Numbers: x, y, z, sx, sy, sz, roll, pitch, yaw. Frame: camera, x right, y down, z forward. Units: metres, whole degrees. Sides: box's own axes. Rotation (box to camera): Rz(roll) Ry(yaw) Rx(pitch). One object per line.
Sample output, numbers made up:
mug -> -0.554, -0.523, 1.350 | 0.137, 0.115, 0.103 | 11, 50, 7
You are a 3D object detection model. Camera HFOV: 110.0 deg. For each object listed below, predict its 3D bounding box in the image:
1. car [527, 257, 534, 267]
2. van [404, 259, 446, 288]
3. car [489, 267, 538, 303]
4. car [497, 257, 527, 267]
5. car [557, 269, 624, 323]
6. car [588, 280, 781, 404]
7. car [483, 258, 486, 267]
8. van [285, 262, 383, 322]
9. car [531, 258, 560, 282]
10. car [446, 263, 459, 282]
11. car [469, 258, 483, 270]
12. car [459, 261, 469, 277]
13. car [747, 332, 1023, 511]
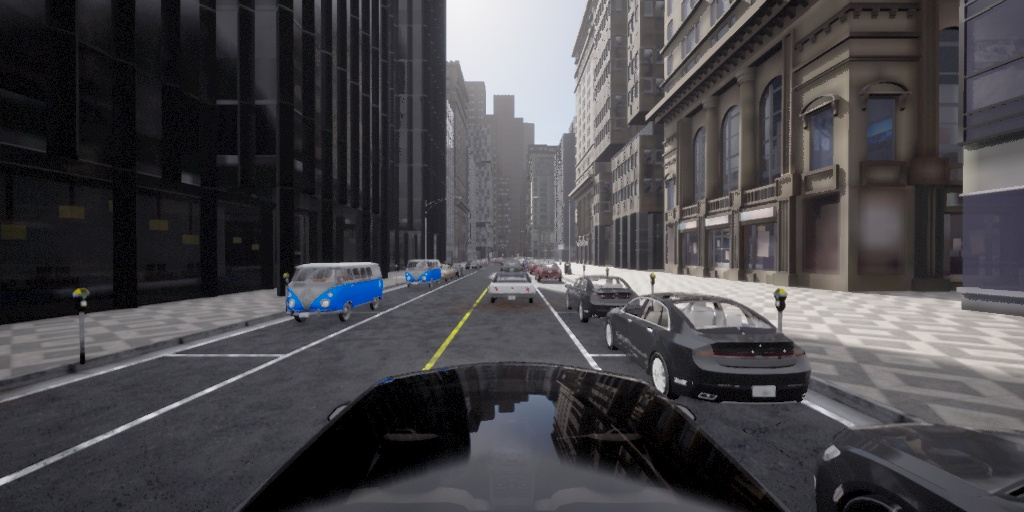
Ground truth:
car -> 2.857, 1.186, 40.133 | 1.967, 1.591, 4.097 | 0, 0, 0
van -> -5.668, 1.086, 23.182 | 1.690, 1.789, 3.998 | 0, 0, 0
car -> 0.000, 1.363, 16.531 | 1.895, 1.301, 4.718 | 0, 0, 0
car -> 0.000, 1.112, 31.471 | 2.097, 1.767, 4.553 | 0, 0, 0
car -> 2.857, 1.297, 11.891 | 2.007, 1.370, 4.403 | 0, 0, 0
car -> 2.857, 1.297, 6.242 | 2.007, 1.370, 4.403 | 0, 0, 0
car -> -5.668, 1.293, 57.074 | 1.888, 1.381, 4.507 | 0, 0, 0
van -> -5.668, 1.087, 11.884 | 1.690, 1.789, 3.998 | 0, 0, 0
car -> 2.857, 1.185, 28.836 | 1.967, 1.591, 4.097 | 0, 0, 0
car -> -5.668, 1.270, 28.660 | 1.751, 1.417, 4.829 | 0, 0, 0
car -> -5.668, 1.313, 51.425 | 1.948, 1.339, 4.313 | 0, 0, 0
car -> -5.668, 1.311, 34.479 | 1.948, 1.339, 4.313 | 0, 0, 0
car -> 2.857, 1.298, 0.593 | 2.007, 1.370, 4.403 | 0, 0, 0
